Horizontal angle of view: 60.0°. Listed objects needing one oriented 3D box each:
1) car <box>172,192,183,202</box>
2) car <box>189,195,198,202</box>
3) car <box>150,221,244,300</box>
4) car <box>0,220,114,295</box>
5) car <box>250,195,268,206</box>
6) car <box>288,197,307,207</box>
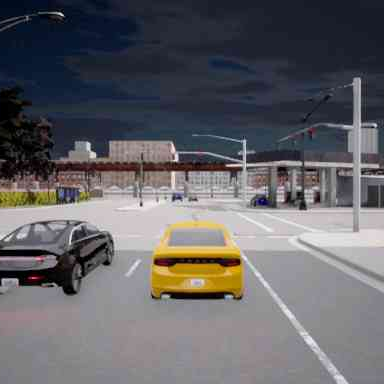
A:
[{"bbox_3d":[-3.239,1.106,74.025,2.150,2.045,5.566,0,0,0],"label":"car"},{"bbox_3d":[0.259,1.430,73.414,1.994,1.385,4.181,0,0,0],"label":"car"},{"bbox_3d":[0.112,1.466,8.445,1.882,1.535,5.008,0,0,0],"label":"car"},{"bbox_3d":[-3.387,1.472,8.667,2.128,1.511,4.902,0,0,0],"label":"car"},{"bbox_3d":[9.883,1.243,48.705,2.242,1.667,4.611,0,0,1],"label":"car"},{"bbox_3d":[15.630,1.415,49.447,1.970,1.475,3.806,0,0,1],"label":"car"}]
